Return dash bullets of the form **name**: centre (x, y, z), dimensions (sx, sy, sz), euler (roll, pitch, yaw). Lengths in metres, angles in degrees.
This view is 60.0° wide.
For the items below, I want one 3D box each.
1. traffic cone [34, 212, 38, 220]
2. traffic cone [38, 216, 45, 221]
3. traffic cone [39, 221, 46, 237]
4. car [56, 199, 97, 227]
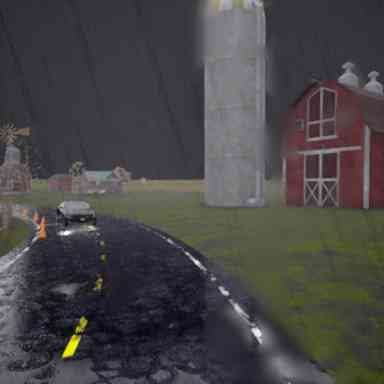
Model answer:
- **traffic cone**: centre (-11.326, 1.733, 24.177), dimensions (0.340, 0.580, 0.340), euler (-1, 1, -33)
- **traffic cone**: centre (-8.964, 1.773, 20.054), dimensions (0.340, 0.580, 0.340), euler (-1, 1, -27)
- **traffic cone**: centre (-7.070, 1.816, 15.728), dimensions (0.340, 0.580, 0.340), euler (-1, 1, -20)
- **car**: centre (-7.442, 1.261, 21.254), dimensions (1.882, 1.535, 5.008), euler (-1, 1, -28)
